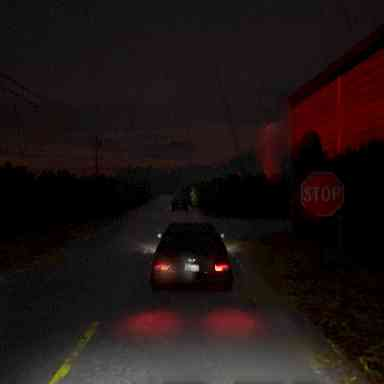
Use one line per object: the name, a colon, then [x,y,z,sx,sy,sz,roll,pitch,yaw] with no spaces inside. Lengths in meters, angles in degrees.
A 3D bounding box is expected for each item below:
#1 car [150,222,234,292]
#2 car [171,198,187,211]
car: [-0.027,1.538,9.035,2.033,1.411,5.357,0,0,-1]
car: [-1.585,1.447,40.628,2.128,1.511,4.902,0,0,-4]
